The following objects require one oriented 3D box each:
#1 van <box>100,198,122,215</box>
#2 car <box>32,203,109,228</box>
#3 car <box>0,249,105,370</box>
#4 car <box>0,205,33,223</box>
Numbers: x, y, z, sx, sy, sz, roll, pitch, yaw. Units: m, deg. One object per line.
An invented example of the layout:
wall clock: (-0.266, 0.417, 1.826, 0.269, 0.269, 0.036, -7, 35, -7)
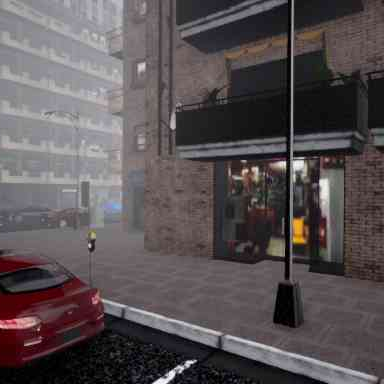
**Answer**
van: (-8.710, 1.606, 37.856, 1.690, 1.788, 3.998, 0, -1, 36)
car: (-8.528, 1.756, 23.737, 1.887, 1.381, 4.507, 0, -1, 36)
car: (-3.143, 1.582, 5.243, 4.206, 1.307, 1.802, 0, 0, 36)
car: (-13.312, 1.727, 27.013, 1.994, 1.385, 4.181, 1, 0, 36)
